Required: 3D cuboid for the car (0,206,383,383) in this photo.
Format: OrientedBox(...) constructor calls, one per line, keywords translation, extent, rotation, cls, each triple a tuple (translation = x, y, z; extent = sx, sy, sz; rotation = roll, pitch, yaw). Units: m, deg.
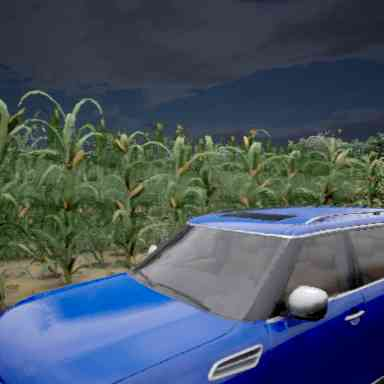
OrientedBox(translation=(0.828, 1.221, 3.646), extent=(5.566, 2.045, 2.150), rotation=(0, 0, -35), cls="car")
